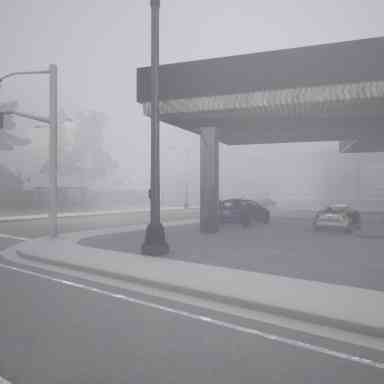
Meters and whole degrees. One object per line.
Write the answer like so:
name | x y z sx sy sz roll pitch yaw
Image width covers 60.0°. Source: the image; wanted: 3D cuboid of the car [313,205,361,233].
car | 8.485 1.456 19.241 1.970 1.475 3.806 0 0 37

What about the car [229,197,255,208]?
car | 7.508 1.505 49.829 1.837 1.490 4.892 0 0 36

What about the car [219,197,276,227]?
car | 3.411 1.295 22.040 2.242 1.667 4.611 0 0 37

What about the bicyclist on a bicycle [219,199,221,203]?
bicyclist on a bicycle | 2.531 1.387 29.695 0.582 1.620 1.656 0 -9 -36
